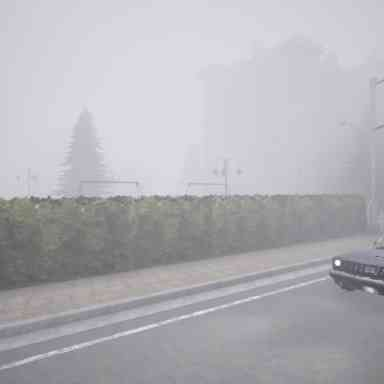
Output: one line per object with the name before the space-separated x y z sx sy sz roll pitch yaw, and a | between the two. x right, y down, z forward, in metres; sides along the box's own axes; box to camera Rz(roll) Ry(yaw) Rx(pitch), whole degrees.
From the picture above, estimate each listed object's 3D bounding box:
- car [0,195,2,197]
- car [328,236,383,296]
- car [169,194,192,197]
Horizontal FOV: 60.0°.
car | -40.256 1.374 67.276 3.633 1.501 1.845 0 0 -37
car | 5.296 1.601 7.741 4.718 1.301 1.895 0 0 -34
car | -0.863 1.205 38.150 2.150 2.045 5.566 0 0 -36
